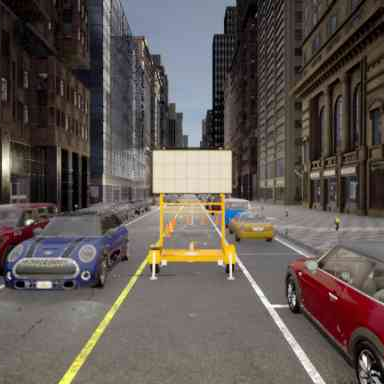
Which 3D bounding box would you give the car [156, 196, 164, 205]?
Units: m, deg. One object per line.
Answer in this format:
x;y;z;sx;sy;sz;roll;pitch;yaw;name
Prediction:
-5.707;1.560;55.333;1.887;1.381;4.507;0;0;0;car

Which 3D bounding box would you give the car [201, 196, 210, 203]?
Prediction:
2.836;1.609;72.140;1.802;1.307;4.206;0;0;0;car

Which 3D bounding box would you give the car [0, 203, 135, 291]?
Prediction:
-3.091;1.351;9.206;2.097;1.767;4.553;0;0;0;car

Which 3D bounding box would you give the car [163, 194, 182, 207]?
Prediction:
-3.039;1.519;52.376;1.837;1.490;4.892;0;0;0;car

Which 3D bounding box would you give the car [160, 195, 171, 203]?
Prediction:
-5.689;1.467;72.139;1.967;1.590;4.097;0;0;0;car

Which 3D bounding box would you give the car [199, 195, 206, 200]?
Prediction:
2.860;1.587;94.548;1.887;1.381;4.507;0;0;0;car

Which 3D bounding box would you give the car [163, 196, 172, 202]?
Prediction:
-5.683;1.575;77.741;1.887;1.381;4.507;0;0;0;car

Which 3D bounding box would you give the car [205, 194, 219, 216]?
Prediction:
2.793;1.318;32.928;2.192;1.841;5.009;0;0;0;car

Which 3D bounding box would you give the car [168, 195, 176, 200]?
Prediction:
-5.665;1.587;94.548;1.887;1.381;4.507;0;0;0;car

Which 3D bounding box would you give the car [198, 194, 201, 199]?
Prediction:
2.830;1.463;66.538;1.967;1.590;4.097;0;0;0;car

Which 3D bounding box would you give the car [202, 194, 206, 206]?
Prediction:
2.805;1.324;44.132;2.192;1.841;5.009;0;0;0;car

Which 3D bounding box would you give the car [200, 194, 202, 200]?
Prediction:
2.818;1.456;55.335;1.967;1.590;4.097;0;0;0;car

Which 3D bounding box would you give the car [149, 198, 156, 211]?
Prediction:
-5.725;1.571;38.526;1.947;1.339;4.313;0;0;0;car

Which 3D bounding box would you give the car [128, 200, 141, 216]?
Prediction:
-5.737;1.552;27.323;2.008;1.369;4.403;0;0;0;car

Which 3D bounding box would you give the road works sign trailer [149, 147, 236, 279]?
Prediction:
0.009;0.464;9.966;2.380;3.560;2.880;0;0;0;road works sign trailer

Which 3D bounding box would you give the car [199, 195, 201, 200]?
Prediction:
2.824;1.585;60.937;1.947;1.339;4.313;0;0;0;car

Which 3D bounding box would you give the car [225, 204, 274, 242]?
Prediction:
2.776;1.525;16.294;1.752;1.417;4.829;0;0;0;car

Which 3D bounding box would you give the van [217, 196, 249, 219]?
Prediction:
2.782;1.341;21.725;1.690;1.788;3.998;0;0;0;van

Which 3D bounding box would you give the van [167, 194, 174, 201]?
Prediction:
-5.672;1.379;88.946;1.690;1.788;3.998;0;0;0;van

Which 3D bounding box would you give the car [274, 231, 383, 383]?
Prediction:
2.764;1.440;4.919;1.967;1.590;4.097;0;0;0;car

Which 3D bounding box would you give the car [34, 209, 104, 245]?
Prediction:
-5.749;1.581;16.119;1.802;1.307;4.206;0;0;0;car

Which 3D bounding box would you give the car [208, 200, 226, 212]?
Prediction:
2.800;1.587;38.530;1.802;1.307;4.206;0;0;0;car

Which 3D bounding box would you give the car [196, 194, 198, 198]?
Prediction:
2.854;1.583;88.945;1.887;1.381;4.507;0;0;0;car

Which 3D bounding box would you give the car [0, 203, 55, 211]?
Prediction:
-5.755;1.314;10.516;2.192;1.841;5.009;0;0;0;car

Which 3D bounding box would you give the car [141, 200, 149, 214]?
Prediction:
-5.731;1.569;32.924;1.947;1.339;4.313;0;0;0;car
